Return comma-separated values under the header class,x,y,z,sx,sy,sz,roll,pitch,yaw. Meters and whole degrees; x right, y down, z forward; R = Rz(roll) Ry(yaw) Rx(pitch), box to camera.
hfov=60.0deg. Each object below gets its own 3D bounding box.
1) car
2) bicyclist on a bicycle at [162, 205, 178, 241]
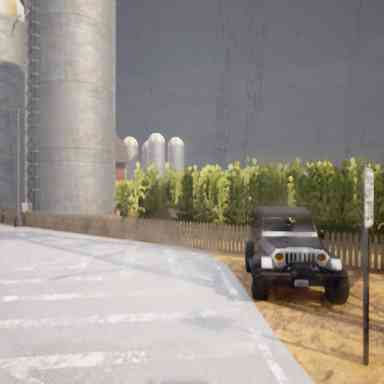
class,x,y,z,sx,sy,sz,roll,pitch,yaw
car,2.340,1.352,8.274,1.905,1.878,3.866,0,0,6
bicyclist on a bicycle,-1.005,1.439,15.345,0.582,1.620,1.656,0,-2,-31
